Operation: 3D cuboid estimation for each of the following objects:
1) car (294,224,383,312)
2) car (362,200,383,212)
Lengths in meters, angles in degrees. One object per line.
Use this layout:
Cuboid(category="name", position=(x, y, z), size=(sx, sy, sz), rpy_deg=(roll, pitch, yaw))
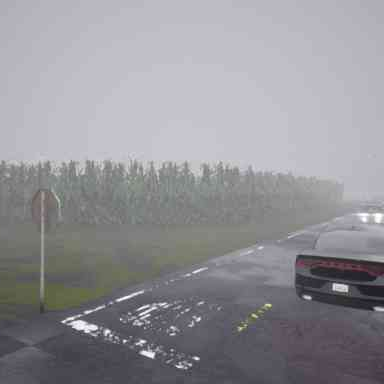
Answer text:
Cuboid(category="car", position=(3.892, 1.481, 7.736), size=(1.882, 1.535, 5.008), rpy_deg=(0, 0, 33))
Cuboid(category="car", position=(21.002, 1.623, 38.589), size=(1.895, 1.301, 4.718), rpy_deg=(0, 0, 33))
